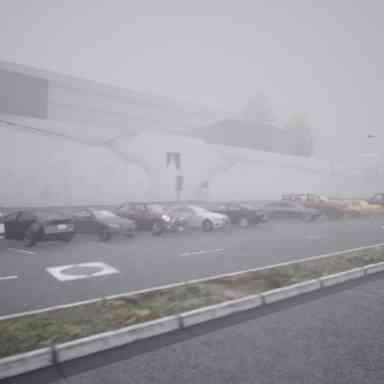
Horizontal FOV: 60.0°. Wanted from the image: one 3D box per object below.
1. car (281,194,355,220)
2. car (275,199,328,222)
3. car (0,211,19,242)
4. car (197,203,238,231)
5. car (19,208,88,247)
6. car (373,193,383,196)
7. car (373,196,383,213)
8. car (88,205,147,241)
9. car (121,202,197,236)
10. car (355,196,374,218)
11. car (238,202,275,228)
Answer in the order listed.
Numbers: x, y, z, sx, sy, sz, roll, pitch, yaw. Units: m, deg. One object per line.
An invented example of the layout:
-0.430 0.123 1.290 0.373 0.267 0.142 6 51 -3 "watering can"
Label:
9.882 1.167 27.243 5.566 2.045 2.435 -1 -1 35 "car"
7.440 1.461 25.497 4.792 1.488 2.163 -1 -1 35 "car"
-9.731 1.240 13.337 5.566 2.045 2.435 -1 -1 35 "car"
0.078 1.516 20.290 4.674 1.452 2.002 -1 -1 35 "car"
-7.287 1.523 15.074 4.792 1.488 2.163 -1 -1 35 "car"
19.604 1.133 34.226 5.566 2.045 2.435 -1 0 35 "car"
14.591 1.396 30.835 5.366 1.575 1.946 -1 0 35 "car"
-4.809 1.536 16.810 4.674 1.452 2.002 -1 -1 35 "car"
-2.392 1.361 18.568 4.553 1.767 2.185 -1 -1 35 "car"
12.458 1.400 28.889 5.366 1.575 1.946 -1 -1 35 "car"
2.527 1.463 22.023 5.008 1.535 2.097 -1 0 35 "car"
